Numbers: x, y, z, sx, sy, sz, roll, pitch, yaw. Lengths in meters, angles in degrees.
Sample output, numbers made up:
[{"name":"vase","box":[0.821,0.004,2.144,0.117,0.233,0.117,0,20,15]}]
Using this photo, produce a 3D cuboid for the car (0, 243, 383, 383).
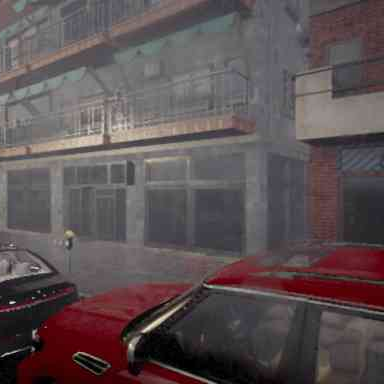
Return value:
[{"name":"car","box":[0.892,1.315,2.243,5.009,1.841,2.192,0,0,36]}]
